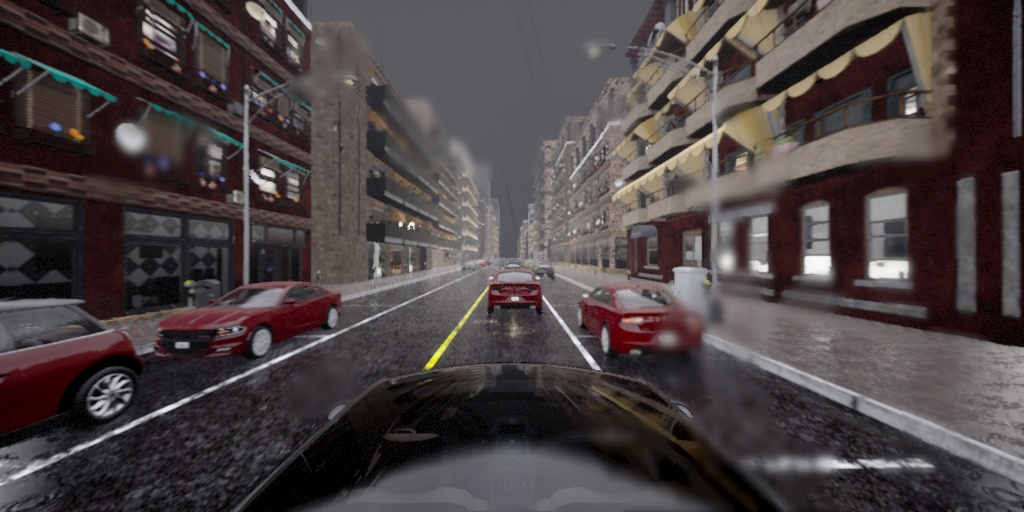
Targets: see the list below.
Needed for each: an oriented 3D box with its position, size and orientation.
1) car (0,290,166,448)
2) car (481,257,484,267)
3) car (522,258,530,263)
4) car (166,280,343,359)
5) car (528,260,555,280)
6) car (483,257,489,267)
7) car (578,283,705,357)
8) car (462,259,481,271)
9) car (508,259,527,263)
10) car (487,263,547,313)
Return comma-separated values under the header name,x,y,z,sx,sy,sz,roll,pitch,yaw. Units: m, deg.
name,x,y,z,sx,sy,sz,roll,pitch,yaw
car,-5.692,1.190,2.796,1.967,1.591,4.097,0,0,0
car,-5.689,1.301,53.523,2.007,1.370,4.403,0,0,0
car,2.693,1.275,53.688,1.751,1.417,4.829,0,0,0
car,-5.691,1.296,8.433,1.888,1.381,4.507,0,0,0
car,2.691,1.302,30.973,2.007,1.370,4.403,0,0,0
car,-5.687,1.294,64.795,1.888,1.381,4.507,0,0,0
car,2.689,1.296,8.428,1.888,1.381,4.507,0,0,0
car,-5.688,1.301,47.886,2.007,1.370,4.403,0,0,0
car,0.103,1.277,32.082,1.812,1.442,4.674,0,0,0
car,0.101,1.229,14.067,1.882,1.535,5.008,0,0,0
